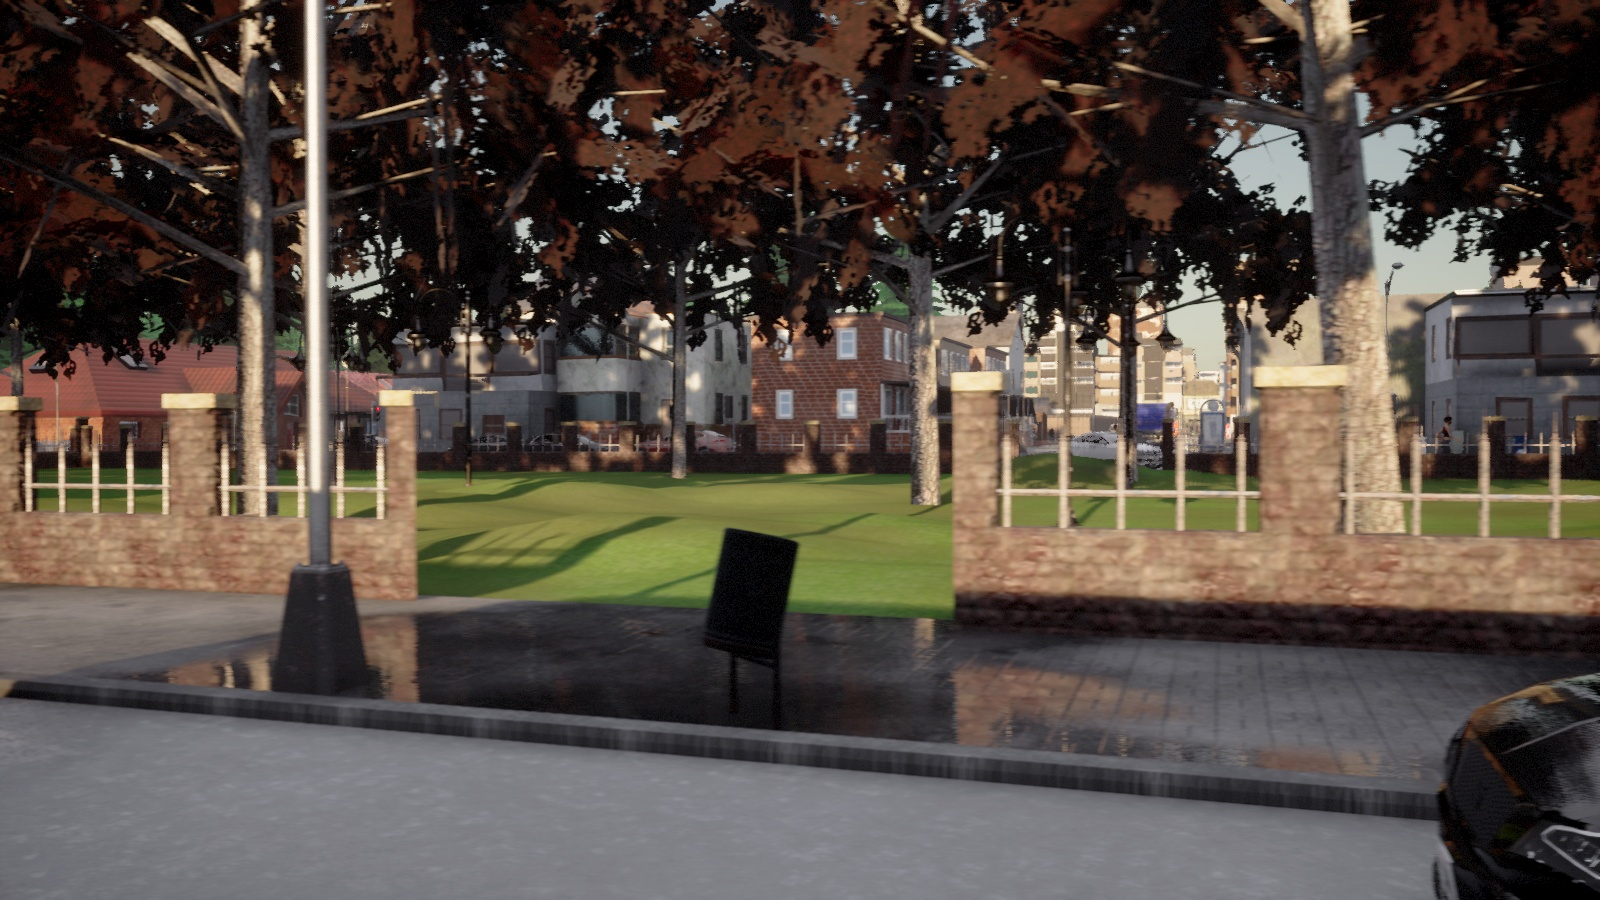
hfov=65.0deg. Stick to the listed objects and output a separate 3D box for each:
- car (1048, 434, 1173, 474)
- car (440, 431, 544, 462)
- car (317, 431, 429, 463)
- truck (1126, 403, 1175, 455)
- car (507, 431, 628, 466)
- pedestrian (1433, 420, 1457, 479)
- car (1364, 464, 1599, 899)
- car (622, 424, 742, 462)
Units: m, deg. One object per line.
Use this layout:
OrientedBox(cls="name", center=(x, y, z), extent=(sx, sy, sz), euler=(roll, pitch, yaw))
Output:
OrientedBox(cls="car", center=(11.991, 0.116, 48.792), extent=(1.812, 1.442, 4.674), euler=(-1, 1, -34))
OrientedBox(cls="car", center=(-14.896, -0.177, 60.744), extent=(4.674, 1.442, 1.812), euler=(1, 1, 19))
OrientedBox(cls="car", center=(-19.722, -0.151, 58.029), extent=(4.674, 1.442, 1.812), euler=(0, 1, 15))
OrientedBox(cls="truck", center=(24.385, -1.459, 87.136), extent=(2.891, 3.462, 7.936), euler=(1, 1, 19))
OrientedBox(cls="car", center=(-10.145, -0.085, 54.838), extent=(4.892, 1.490, 1.837), euler=(0, 1, 16))
OrientedBox(cls="pedestrian", center=(20.087, -0.014, 39.089), extent=(0.594, 1.836, 0.345), euler=(1, 1, 19))
OrientedBox(cls="car", center=(3.530, 0.813, 2.534), extent=(4.193, 1.474, 1.816), euler=(1, 1, 19))
OrientedBox(cls="car", center=(-5.382, -0.336, 57.507), extent=(5.027, 1.651, 2.152), euler=(1, 1, 19))
